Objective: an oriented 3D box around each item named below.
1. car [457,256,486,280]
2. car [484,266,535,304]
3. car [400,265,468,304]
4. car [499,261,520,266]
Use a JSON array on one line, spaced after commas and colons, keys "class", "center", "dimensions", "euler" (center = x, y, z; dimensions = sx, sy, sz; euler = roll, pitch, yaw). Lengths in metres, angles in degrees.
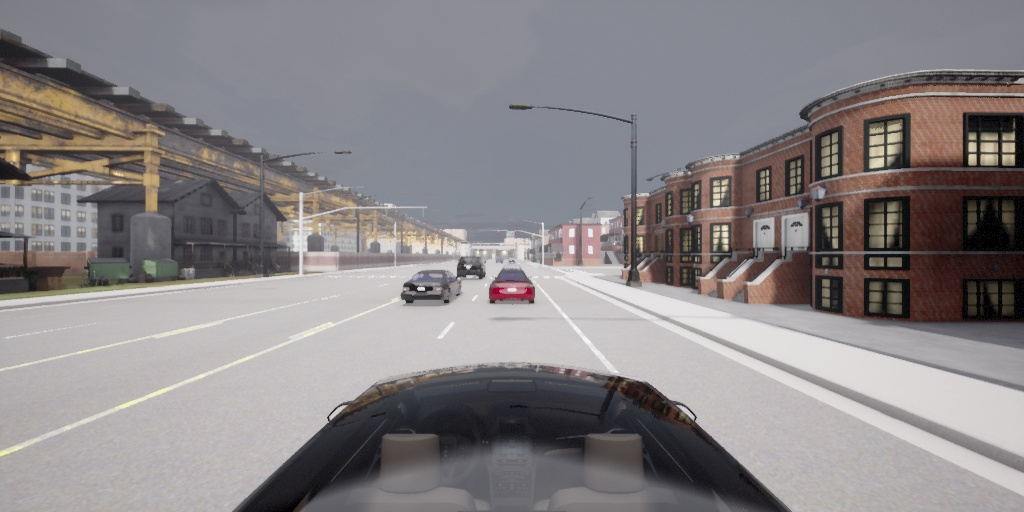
[{"class": "car", "center": [-3.500, 1.006, 31.366], "dimensions": [2.150, 2.045, 5.566], "euler": [0, 0, 0]}, {"class": "car", "center": [0.000, 1.320, 16.336], "dimensions": [1.994, 1.385, 4.181], "euler": [0, 0, 0]}, {"class": "car", "center": [-3.500, 1.311, 16.336], "dimensions": [2.033, 1.411, 5.357], "euler": [0, 0, 0]}, {"class": "car", "center": [0.000, 1.365, 31.366], "dimensions": [1.895, 1.301, 4.718], "euler": [0, 0, 0]}]
